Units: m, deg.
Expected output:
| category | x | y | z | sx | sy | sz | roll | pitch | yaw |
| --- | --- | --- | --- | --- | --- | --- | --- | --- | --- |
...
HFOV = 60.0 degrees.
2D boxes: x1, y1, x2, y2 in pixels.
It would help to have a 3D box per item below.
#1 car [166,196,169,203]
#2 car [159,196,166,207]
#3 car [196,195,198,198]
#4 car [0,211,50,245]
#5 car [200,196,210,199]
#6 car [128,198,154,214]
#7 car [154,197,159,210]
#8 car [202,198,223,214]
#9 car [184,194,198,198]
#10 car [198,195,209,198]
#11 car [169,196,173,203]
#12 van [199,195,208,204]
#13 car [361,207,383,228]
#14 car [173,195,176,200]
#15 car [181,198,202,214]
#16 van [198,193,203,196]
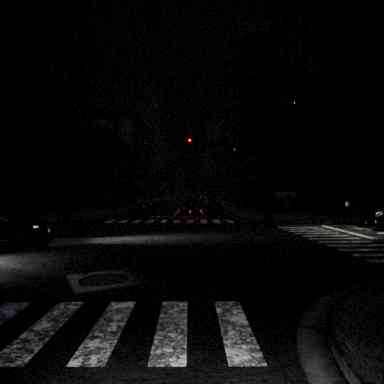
| category | x | y | z | sx | sy | sz | roll | pitch | yaw |
| --- | --- | --- | --- | --- | --- | --- | --- | --- | --- |
| car | -5.658 | 1.634 | 58.143 | 2.008 | 1.369 | 4.403 | 0 | 0 | 0 |
| car | -5.665 | 1.653 | 52.633 | 1.802 | 1.307 | 4.206 | 0 | 0 | 0 |
| car | 2.373 | 1.647 | 63.644 | 2.008 | 1.369 | 4.403 | 0 | 0 | 0 |
| car | -8.961 | 1.520 | 14.673 | 4.902 | 1.511 | 2.128 | 0 | 0 | -13 |
| car | 2.352 | 1.641 | 47.112 | 1.802 | 1.307 | 4.206 | 0 | 0 | 0 |
| car | -5.687 | 1.480 | 36.101 | 1.967 | 1.590 | 4.097 | 0 | 0 | 0 |
| car | -5.679 | 1.489 | 41.612 | 1.967 | 1.590 | 4.097 | 0 | 0 | 0 |
| car | 2.338 | 1.606 | 36.090 | 1.947 | 1.339 | 4.313 | 0 | 0 | 0 |
| car | -0.161 | 1.604 | 63.989 | 1.837 | 1.490 | 4.892 | 0 | 0 | 0 |
| car | 2.359 | 1.637 | 52.623 | 1.947 | 1.339 | 4.313 | 0 | 0 | 0 |
| car | -5.645 | 1.552 | 69.165 | 1.967 | 1.590 | 4.097 | 0 | 0 | 0 |
| van | 2.380 | 1.453 | 69.155 | 1.690 | 1.788 | 3.998 | 0 | 0 | 0 |
| car | 13.001 | 1.304 | 20.607 | 4.553 | 1.767 | 2.097 | 0 | 0 | 0 |
| car | -5.630 | 1.694 | 80.186 | 2.008 | 1.369 | 4.403 | 0 | 0 | 0 |
| car | -0.178 | 1.640 | 35.400 | 1.895 | 1.301 | 4.718 | 0 | 0 | 0 |
| van | 2.366 | 1.424 | 58.134 | 1.690 | 1.788 | 3.998 | 0 | 0 | 0 |
